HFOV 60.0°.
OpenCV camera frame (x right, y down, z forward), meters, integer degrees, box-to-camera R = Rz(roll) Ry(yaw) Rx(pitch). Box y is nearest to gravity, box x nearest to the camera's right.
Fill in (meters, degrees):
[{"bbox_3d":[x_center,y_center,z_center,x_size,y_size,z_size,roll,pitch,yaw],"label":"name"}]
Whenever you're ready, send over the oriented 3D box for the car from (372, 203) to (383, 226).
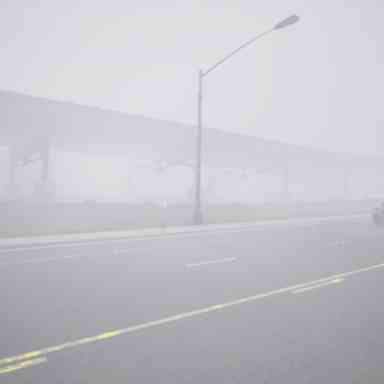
[{"bbox_3d":[14.796,1.323,23.110,5.566,2.045,2.150,0,0,-35],"label":"car"}]
